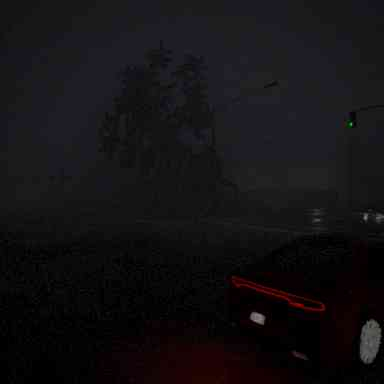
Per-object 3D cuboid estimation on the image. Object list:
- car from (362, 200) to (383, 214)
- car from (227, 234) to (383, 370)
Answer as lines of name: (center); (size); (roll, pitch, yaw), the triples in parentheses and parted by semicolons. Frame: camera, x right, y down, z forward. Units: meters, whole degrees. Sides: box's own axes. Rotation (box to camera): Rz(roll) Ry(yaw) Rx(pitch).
car: (20.408, 1.510, 35.524); (5.357, 1.411, 2.033); (0, 0, -35)
car: (2.867, 1.476, 5.786); (5.008, 1.535, 1.882); (-1, 0, -36)
